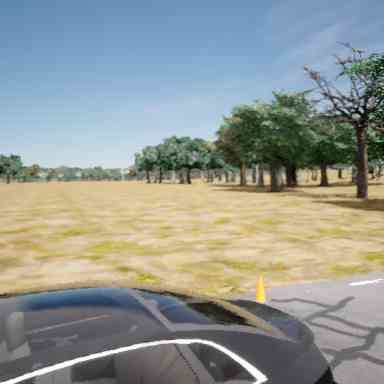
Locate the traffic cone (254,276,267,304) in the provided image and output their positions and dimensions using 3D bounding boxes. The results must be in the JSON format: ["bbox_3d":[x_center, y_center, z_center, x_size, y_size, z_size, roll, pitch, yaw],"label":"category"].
[{"bbox_3d":[1.279,1.867,6.208,0.340,0.580,0.340,0,1,-27],"label":"traffic cone"}]

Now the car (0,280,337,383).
[{"bbox_3d":[-1.194,1.463,1.893,4.892,1.490,1.837,0,1,-33],"label":"car"}]
